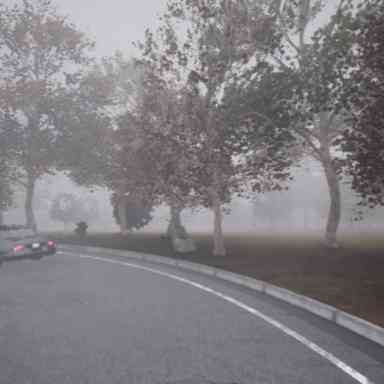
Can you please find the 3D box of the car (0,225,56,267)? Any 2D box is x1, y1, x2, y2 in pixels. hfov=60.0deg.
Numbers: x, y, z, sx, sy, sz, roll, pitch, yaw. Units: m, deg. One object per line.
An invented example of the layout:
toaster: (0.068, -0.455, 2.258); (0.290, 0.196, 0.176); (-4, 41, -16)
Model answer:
car: (-7.726, 2.024, 13.166); (5.357, 1.411, 2.033); (-2, -1, 31)
